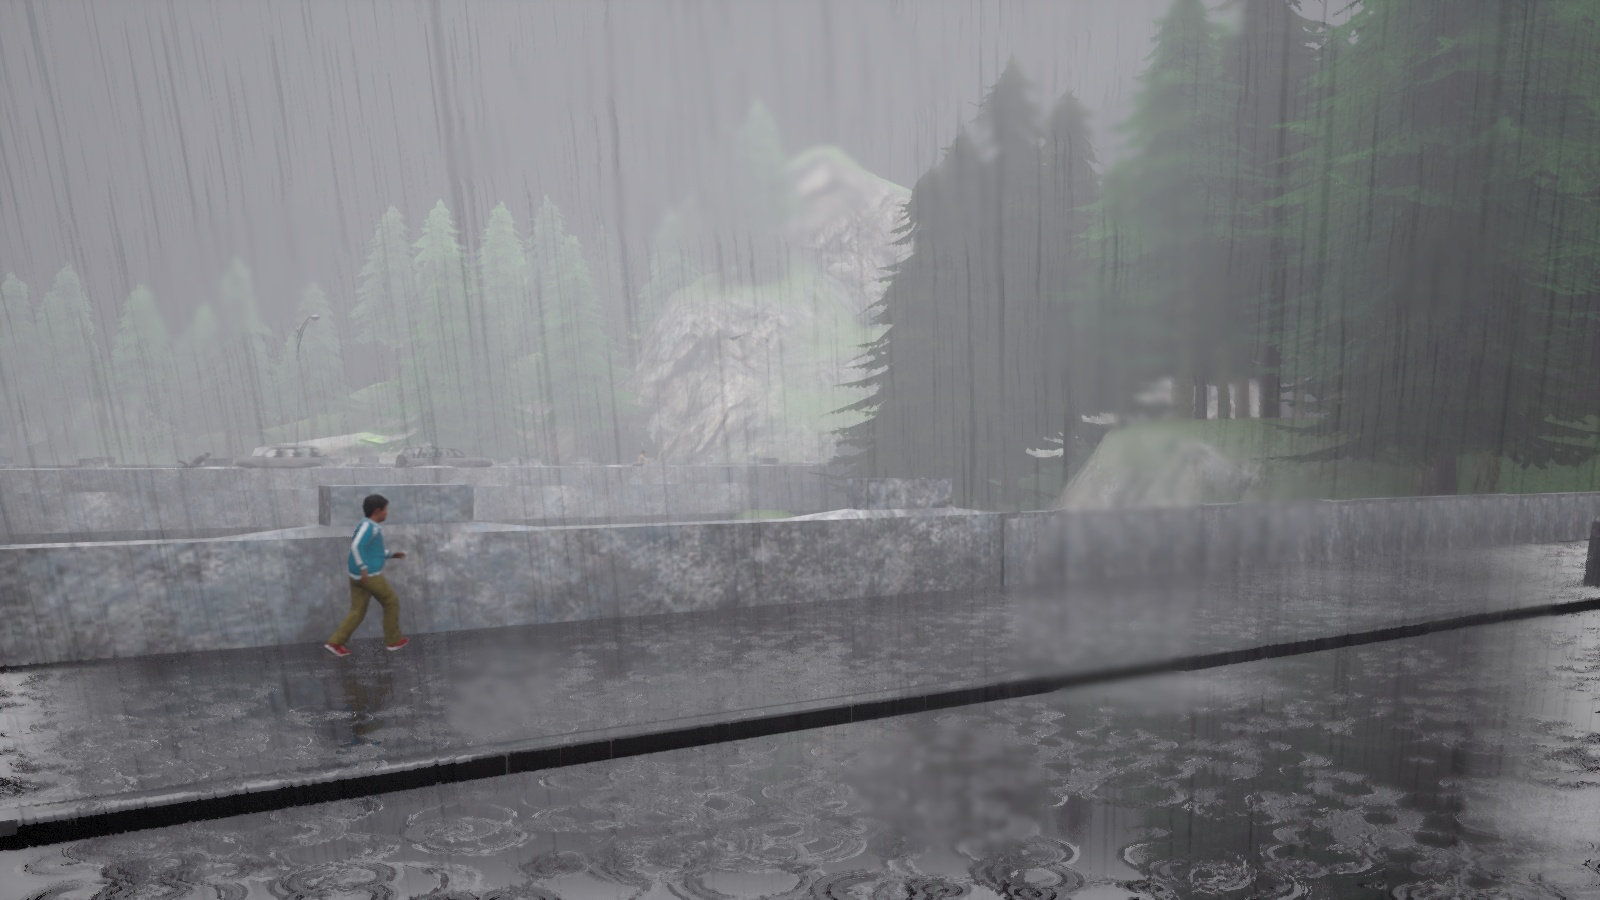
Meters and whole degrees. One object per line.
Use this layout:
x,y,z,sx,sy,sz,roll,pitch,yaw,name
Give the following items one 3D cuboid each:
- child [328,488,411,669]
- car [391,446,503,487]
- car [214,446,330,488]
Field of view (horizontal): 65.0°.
-2.959,0.862,8.627,0.448,1.192,0.343,0,0,-37,child
-16.300,0.739,58.144,4.605,1.855,1.932,0,0,-35,car
-24.174,0.753,57.529,4.605,1.855,1.932,0,0,-35,car
